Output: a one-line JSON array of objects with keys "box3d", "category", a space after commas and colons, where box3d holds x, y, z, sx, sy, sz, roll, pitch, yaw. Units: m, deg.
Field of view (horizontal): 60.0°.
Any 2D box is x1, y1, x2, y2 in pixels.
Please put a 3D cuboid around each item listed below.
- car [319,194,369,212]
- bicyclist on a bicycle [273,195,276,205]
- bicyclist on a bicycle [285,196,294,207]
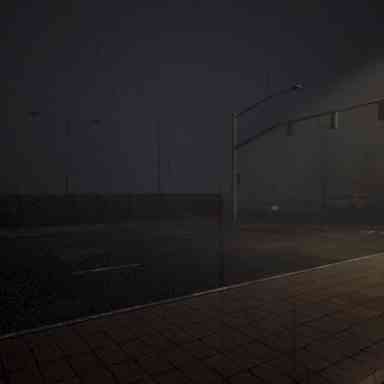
[{"box3d": [17.965, 1.223, 39.521, 2.150, 2.045, 5.566, -2, 1, -38], "category": "car"}, {"box3d": [13.447, 1.300, 54.049, 0.582, 1.620, 1.656, 0, 0, 22], "category": "bicyclist on a bicycle"}, {"box3d": [14.412, 1.453, 49.134, 1.656, 1.620, 0.582, 0, 0, -22], "category": "bicyclist on a bicycle"}]
